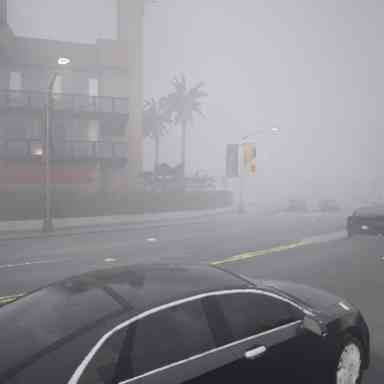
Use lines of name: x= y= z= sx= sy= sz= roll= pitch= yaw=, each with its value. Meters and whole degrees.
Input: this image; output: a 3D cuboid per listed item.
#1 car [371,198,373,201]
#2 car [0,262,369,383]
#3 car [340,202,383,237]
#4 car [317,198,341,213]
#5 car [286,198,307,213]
car: x=16.883 y=1.552 z=30.081 sx=1.994 sy=1.385 sz=4.181 roll=0 pitch=0 yaw=20
car: x=-0.053 y=1.505 z=3.352 sx=4.892 sy=1.490 sz=1.837 roll=-1 pitch=1 yaw=-38
car: x=9.522 y=1.470 z=17.226 sx=1.882 sy=1.535 sz=5.008 roll=0 pitch=0 yaw=39
car: x=15.156 y=1.489 z=36.923 sx=1.837 sy=1.490 sz=4.892 roll=0 pitch=-1 yaw=13
car: x=11.697 y=1.487 z=37.469 sx=1.837 sy=1.490 sz=4.892 roll=0 pitch=-1 yaw=13
